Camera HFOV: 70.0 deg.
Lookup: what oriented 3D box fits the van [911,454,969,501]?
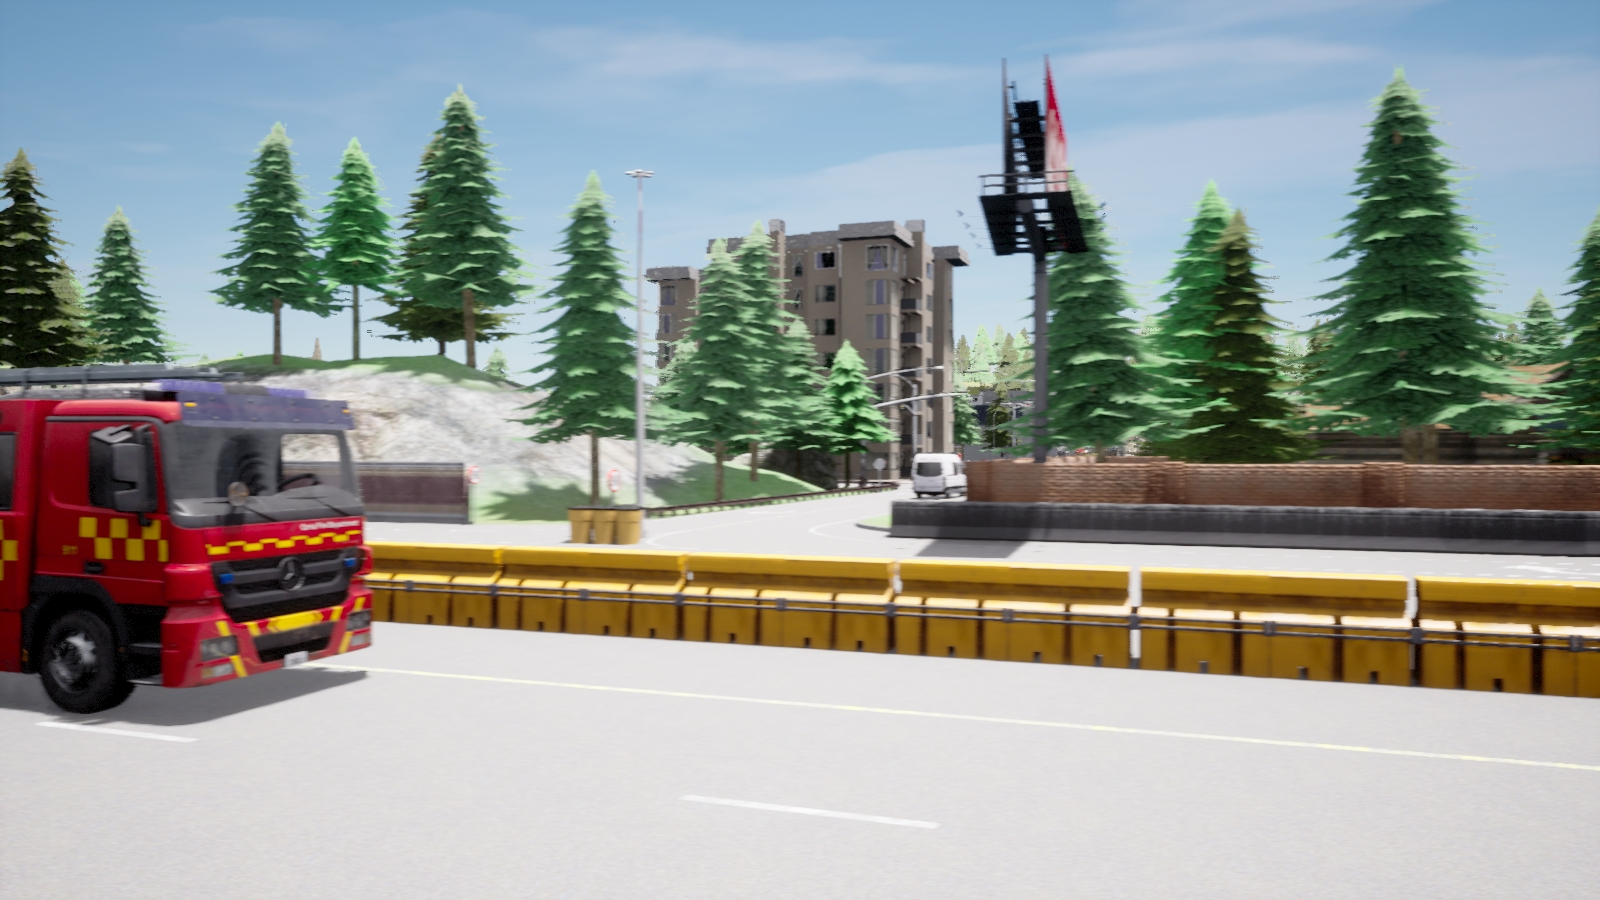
[{"bbox_3d":[8.197,1.513,66.221,1.988,2.561,5.915,0,0,21],"label":"van"}]

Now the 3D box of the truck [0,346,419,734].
[{"bbox_3d":[-9.129,0.890,14.072,8.468,3.827,2.891,0,0,20],"label":"truck"}]
